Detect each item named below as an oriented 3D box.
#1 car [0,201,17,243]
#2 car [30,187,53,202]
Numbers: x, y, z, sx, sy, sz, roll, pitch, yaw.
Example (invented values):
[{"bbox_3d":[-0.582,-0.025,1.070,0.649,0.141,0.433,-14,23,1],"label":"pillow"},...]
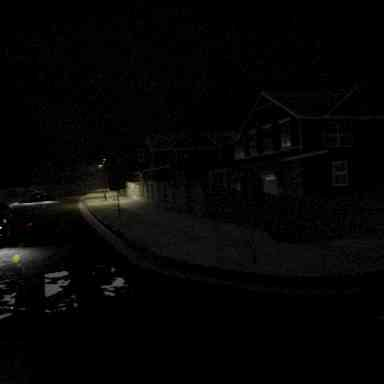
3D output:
[{"bbox_3d":[-8.193,1.177,13.246,1.837,1.490,4.892,-5,4,-23],"label":"car"},{"bbox_3d":[-17.054,0.184,37.777,1.812,1.442,4.674,-4,3,-15],"label":"car"}]
